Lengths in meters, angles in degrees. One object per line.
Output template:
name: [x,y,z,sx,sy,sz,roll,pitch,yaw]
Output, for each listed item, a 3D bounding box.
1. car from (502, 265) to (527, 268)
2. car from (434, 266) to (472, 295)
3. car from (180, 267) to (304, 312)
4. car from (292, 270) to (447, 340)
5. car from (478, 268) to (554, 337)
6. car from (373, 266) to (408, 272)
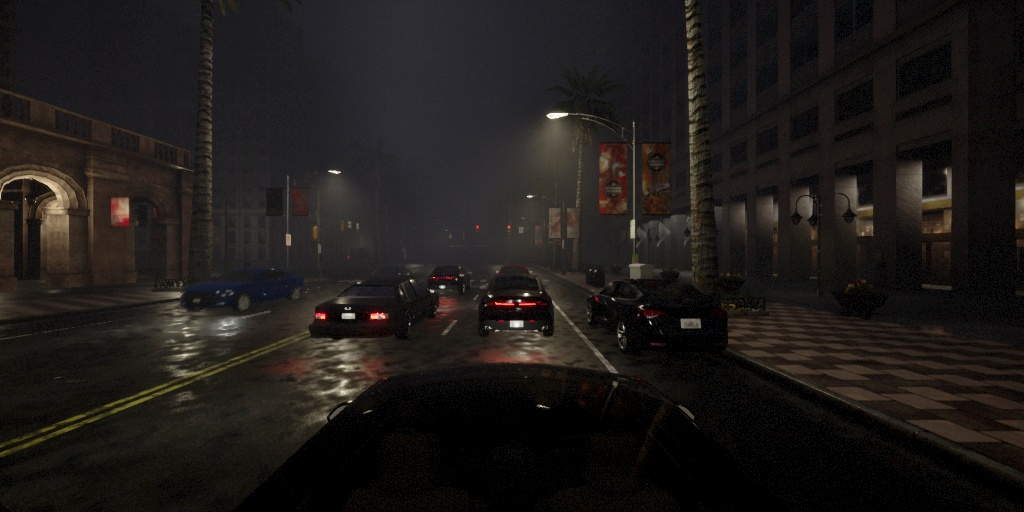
car: [0.111,1.228,19.796,1.882,1.535,5.008,0,0,0]
car: [-3.384,1.255,19.855,1.837,1.490,4.892,0,0,0]
car: [-10.560,1.227,14.520,1.882,1.535,5.008,0,0,0]
car: [-3.393,1.297,9.966,2.033,1.411,5.357,0,0,0]
car: [0.097,1.254,10.346,1.837,1.490,4.892,0,0,0]
car: [-7.010,1.298,20.673,2.033,1.411,5.357,0,0,1]
